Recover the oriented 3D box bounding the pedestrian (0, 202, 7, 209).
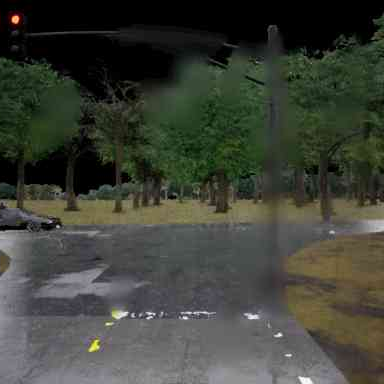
[{"bbox_3d":[-15.242,1.718,26.758,0.375,1.860,0.375,0,-1,0],"label":"pedestrian"}]

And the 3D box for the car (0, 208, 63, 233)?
[{"bbox_3d":[-10.394,1.639,19.175,5.357,1.411,2.033,-1,-2,0],"label":"car"}]
